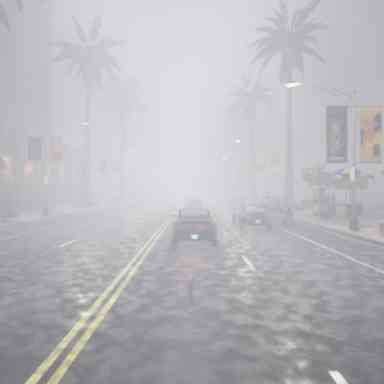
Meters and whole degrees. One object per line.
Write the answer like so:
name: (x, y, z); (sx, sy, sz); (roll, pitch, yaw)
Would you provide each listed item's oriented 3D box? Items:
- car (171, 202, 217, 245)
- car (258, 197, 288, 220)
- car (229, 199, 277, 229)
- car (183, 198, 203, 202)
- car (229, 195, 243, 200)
car: (0.097, 1.431, 15.034); (1.837, 1.490, 4.892); (0, 0, 0)
car: (6.591, 1.209, 29.564); (2.185, 1.767, 4.553); (0, 0, 0)
car: (3.596, 1.425, 20.421); (1.812, 1.442, 4.674); (0, 1, 0)
car: (0.124, 1.319, 35.029); (2.128, 1.511, 4.902); (0, 0, 0)
car: (6.895, 1.261, 51.494); (2.161, 1.482, 4.786); (0, 0, 0)
